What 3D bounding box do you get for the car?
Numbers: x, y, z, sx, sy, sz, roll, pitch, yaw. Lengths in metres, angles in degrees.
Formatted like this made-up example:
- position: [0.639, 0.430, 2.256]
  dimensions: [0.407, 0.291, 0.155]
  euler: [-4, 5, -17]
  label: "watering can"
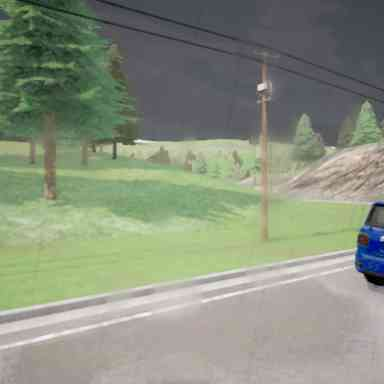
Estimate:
- position: [6.147, 1.155, 7.942]
  dimensions: [5.566, 2.045, 2.150]
  euler: [0, 1, -35]
  label: "car"
